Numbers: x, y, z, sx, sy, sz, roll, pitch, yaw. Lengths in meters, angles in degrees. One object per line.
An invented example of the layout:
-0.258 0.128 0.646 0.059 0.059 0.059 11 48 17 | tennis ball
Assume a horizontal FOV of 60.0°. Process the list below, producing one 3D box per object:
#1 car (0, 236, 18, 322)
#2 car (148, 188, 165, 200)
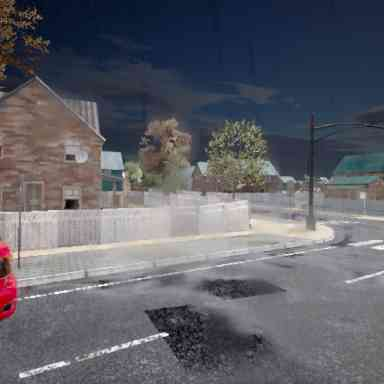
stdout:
-5.155 1.225 3.865 5.566 2.045 2.150 0 0 -36 | car
-6.663 0.335 61.598 2.150 2.045 5.566 1 1 -21 | car
